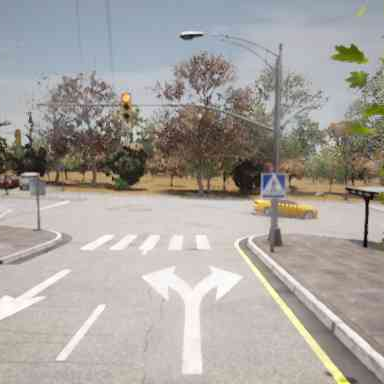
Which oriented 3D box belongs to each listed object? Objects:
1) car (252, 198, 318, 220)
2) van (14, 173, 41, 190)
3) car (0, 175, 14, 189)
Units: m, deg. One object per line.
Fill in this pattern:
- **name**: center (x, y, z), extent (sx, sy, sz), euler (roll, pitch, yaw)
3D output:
- **car**: center (7.276, 1.165, 26.038), extent (5.008, 1.535, 1.882), euler (5, 4, 2)
- **van**: center (-20.231, -1.353, 41.505), extent (1.878, 1.987, 4.442), euler (1, 5, -14)
- **car**: center (-23.200, -1.381, 41.906), extent (2.185, 1.767, 4.553), euler (0, 5, -13)
